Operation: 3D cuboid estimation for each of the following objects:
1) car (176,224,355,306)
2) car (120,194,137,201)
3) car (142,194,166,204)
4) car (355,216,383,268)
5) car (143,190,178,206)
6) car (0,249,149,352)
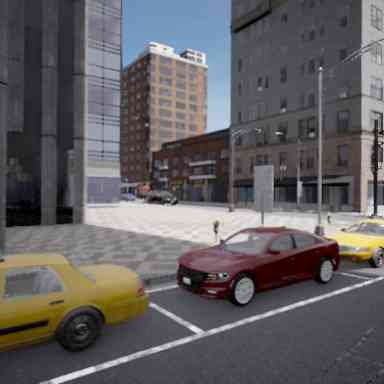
[{"bbox_3d":[1.732,1.532,7.993,4.507,1.381,1.887,0,1,-36],"label":"car"},{"bbox_3d":[-12.197,0.993,62.196,2.033,1.411,5.357,1,0,-35],"label":"car"},{"bbox_3d":[-6.229,1.065,53.815,1.812,1.442,4.674,1,0,-35],"label":"car"},{"bbox_3d":[6.172,1.502,11.161,4.829,1.417,1.752,0,1,-36],"label":"car"},{"bbox_3d":[-4.090,0.811,45.342,2.150,2.045,5.566,1,0,-35],"label":"car"},{"bbox_3d":[-2.985,1.525,4.627,4.829,1.417,1.752,0,1,-36],"label":"car"}]
